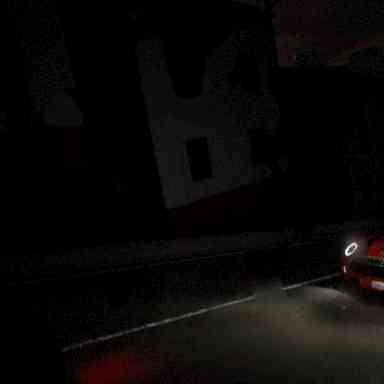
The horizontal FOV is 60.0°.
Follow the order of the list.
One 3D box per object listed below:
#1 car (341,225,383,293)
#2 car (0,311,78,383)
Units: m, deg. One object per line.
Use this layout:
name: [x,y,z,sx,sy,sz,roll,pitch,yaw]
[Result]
car: [5.629,1.313,8.096,4.553,1.767,2.097,0,0,-36]
car: [-3.342,1.552,1.599,5.357,1.411,2.033,0,0,-36]
